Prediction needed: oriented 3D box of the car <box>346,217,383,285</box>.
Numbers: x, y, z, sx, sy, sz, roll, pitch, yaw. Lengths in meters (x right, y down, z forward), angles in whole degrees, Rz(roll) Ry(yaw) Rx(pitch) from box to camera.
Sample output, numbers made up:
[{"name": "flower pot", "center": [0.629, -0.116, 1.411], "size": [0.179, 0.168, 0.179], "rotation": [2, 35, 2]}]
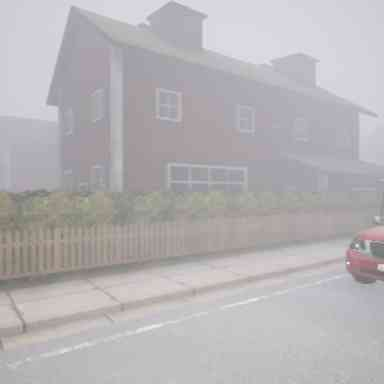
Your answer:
[{"name": "car", "center": [6.238, 1.222, 8.443], "size": [5.566, 2.045, 2.150], "rotation": [0, 0, -35]}]
